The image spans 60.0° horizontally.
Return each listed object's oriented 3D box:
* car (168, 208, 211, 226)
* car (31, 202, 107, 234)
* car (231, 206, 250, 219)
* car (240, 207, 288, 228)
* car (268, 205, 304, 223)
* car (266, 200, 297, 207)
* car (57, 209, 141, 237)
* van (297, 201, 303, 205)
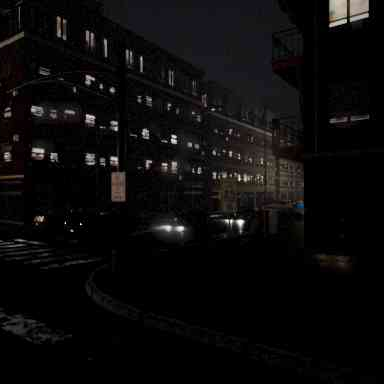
[{"bbox_3d":[-0.150,2.013,27.759,1.994,1.385,4.181,0,-1,34],"label":"car"},{"bbox_3d":[-7.651,1.604,21.569,2.192,1.841,5.009,-1,-2,35],"label":"car"},{"bbox_3d":[5.563,2.196,35.935,1.994,1.385,4.181,0,-1,34],"label":"car"},{"bbox_3d":[5.739,2.048,26.146,1.802,1.307,4.206,-2,-2,35],"label":"car"},{"bbox_3d":[8.995,2.121,30.807,2.008,1.369,4.403,-2,-2,35],"label":"car"},{"bbox_3d":[11.739,2.050,44.680,2.150,2.045,5.566,0,-1,35],"label":"car"},{"bbox_3d":[-5.390,1.884,20.286,1.895,1.301,4.718,0,-1,36],"label":"car"},{"bbox_3d":[18.399,2.464,58.836,1.690,1.788,3.998,-1,-2,35],"label":"van"}]
